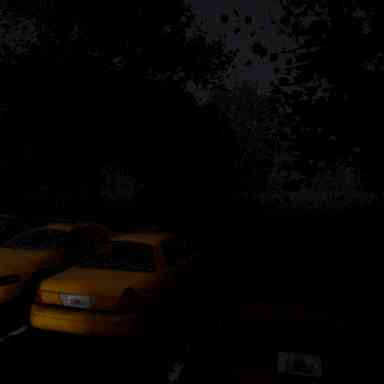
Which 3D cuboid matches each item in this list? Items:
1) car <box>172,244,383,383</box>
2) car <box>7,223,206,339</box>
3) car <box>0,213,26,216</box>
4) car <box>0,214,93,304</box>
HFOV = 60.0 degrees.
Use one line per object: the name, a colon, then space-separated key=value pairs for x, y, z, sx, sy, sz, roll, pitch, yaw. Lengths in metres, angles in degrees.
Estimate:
car: x=1.520 y=1.510 z=5.028 sx=2.163 sy=1.488 sz=4.792 roll=0 pitch=-1 yaw=15
car: x=-0.846 y=1.466 z=6.902 sx=1.946 sy=1.575 sz=5.366 roll=0 pitch=-1 yaw=15
car: x=-5.736 y=1.437 z=10.170 sx=2.231 sy=1.521 sz=4.892 roll=1 pitch=0 yaw=15
car: x=-3.362 y=1.448 z=8.268 sx=1.946 sy=1.575 sz=5.366 roll=1 pitch=0 yaw=15
